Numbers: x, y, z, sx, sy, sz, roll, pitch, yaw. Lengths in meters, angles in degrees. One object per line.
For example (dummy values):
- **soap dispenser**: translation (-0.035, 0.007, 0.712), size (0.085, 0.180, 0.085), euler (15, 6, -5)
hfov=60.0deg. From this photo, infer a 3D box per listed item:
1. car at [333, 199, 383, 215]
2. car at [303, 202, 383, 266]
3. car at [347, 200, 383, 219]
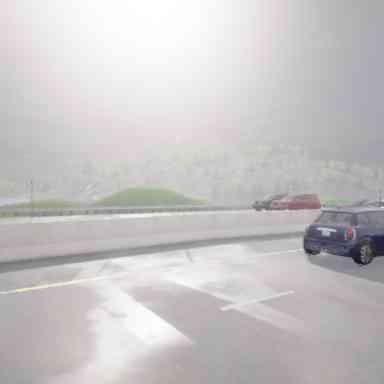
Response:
- **car**: translation (16.827, 1.461, 33.591), size (5.008, 1.535, 1.882), euler (0, 0, -25)
- **car**: translation (6.086, 1.346, 11.735), size (4.553, 1.767, 2.097), euler (0, 0, -32)
- **car**: translation (16.258, 1.493, 29.448), size (4.892, 1.490, 1.837), euler (0, 0, -26)
